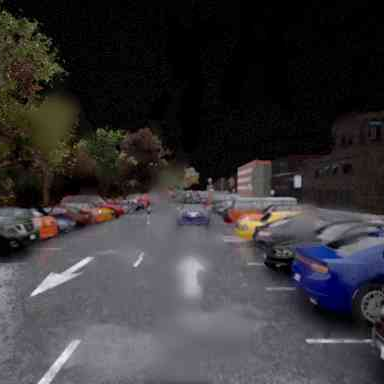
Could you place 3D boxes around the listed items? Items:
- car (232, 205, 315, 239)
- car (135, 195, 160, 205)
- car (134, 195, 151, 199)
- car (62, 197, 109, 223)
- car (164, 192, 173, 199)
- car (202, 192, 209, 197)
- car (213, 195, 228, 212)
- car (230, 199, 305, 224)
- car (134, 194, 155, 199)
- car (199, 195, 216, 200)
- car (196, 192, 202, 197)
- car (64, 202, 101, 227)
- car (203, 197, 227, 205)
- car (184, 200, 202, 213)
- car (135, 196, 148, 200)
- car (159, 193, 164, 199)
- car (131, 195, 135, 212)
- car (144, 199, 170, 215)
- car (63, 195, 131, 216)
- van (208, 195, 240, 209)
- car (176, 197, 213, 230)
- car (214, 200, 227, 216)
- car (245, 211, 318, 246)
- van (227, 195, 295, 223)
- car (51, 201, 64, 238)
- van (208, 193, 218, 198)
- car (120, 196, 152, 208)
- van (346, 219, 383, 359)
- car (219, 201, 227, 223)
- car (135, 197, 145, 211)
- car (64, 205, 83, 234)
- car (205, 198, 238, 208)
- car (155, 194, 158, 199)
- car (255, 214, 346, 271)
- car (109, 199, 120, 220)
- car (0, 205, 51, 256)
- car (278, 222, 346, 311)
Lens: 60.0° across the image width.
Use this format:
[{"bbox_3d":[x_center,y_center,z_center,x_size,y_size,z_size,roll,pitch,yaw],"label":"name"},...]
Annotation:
[{"bbox_3d":[4.710,1.535,14.862,5.366,1.575,1.946,0,0,0],"label":"car"},{"bbox_3d":[-8.576,1.526,64.954,4.553,1.767,2.185,0,0,0],"label":"car"},{"bbox_3d":[-8.772,1.613,45.333,5.366,1.575,1.946,0,0,0],"label":"car"},{"bbox_3d":[-8.532,1.439,23.178,4.553,1.767,2.185,0,0,0],"label":"car"},{"bbox_3d":[-8.280,1.373,93.792,4.553,1.767,2.185,0,0,0],"label":"car"},{"bbox_3d":[4.521,1.365,45.480,5.566,2.045,2.435,0,0,0],"label":"car"},{"bbox_3d":[4.539,1.462,31.562,4.553,1.767,2.185,0,0,0],"label":"car"},{"bbox_3d":[4.553,1.422,17.646,4.553,1.767,2.185,0,0,0],"label":"car"},{"bbox_3d":[-8.618,1.370,48.119,5.566,2.045,2.435,0,0,0],"label":"car"},{"bbox_3d":[4.261,1.540,90.981,4.674,1.452,2.002,0,0,0],"label":"car"},{"bbox_3d":[4.230,1.530,88.154,4.792,1.488,2.163,0,0,0],"label":"car"},{"bbox_3d":[-8.556,1.556,20.393,5.008,1.535,2.097,0,0,0],"label":"car"},{"bbox_3d":[4.458,1.693,64.820,4.674,1.452,2.002,-1,0,0],"label":"car"},{"bbox_3d":[0.059,1.674,40.242,2.033,1.411,5.357,0,0,0],"label":"car"},{"bbox_3d":[-8.589,1.611,42.674,5.008,1.535,2.097,0,0,0],"label":"car"},{"bbox_3d":[-8.632,1.396,62.168,5.566,2.045,2.435,0,0,0],"label":"car"},{"bbox_3d":[-8.607,1.468,34.319,4.553,1.767,2.185,0,0,0],"label":"car"},{"bbox_3d":[-3.633,1.717,35.604,1.895,1.301,4.718,0,0,0],"label":"car"},{"bbox_3d":[-8.542,1.328,28.750,5.566,2.045,2.435,0,0,0],"label":"car"},{"bbox_3d":[4.607,1.396,48.138,4.442,1.987,1.878,0,0,0],"label":"van"},{"bbox_3d":[0.077,1.433,22.052,2.097,1.767,4.553,0,0,0],"label":"car"},{"bbox_3d":[4.507,1.620,28.779,4.674,1.452,2.002,0,0,0],"label":"car"},{"bbox_3d":[4.525,1.569,12.079,4.674,1.452,2.002,0,0,0],"label":"car"},{"bbox_3d":[4.636,1.331,20.367,4.442,1.987,1.878,0,0,0],"label":"van"},{"bbox_3d":[-8.524,1.412,14.824,4.553,1.767,2.185,0,0,0],"label":"car"},{"bbox_3d":[4.613,1.386,42.696,4.442,1.987,1.878,0,0,0],"label":"van"},{"bbox_3d":[-8.561,1.501,51.028,4.553,1.767,2.185,0,0,0],"label":"car"},{"bbox_3d":[4.419,1.270,3.729,4.442,1.987,1.878,0,0,0],"label":"van"},{"bbox_3d":[4.545,1.595,23.212,4.792,1.488,2.163,0,0,0],"label":"car"},{"bbox_3d":[-8.551,1.635,39.887,4.792,1.488,2.163,0,0,0],"label":"car"},{"bbox_3d":[-8.561,1.587,17.608,4.674,1.452,2.002,0,0,0],"label":"car"},{"bbox_3d":[4.494,1.628,51.045,4.892,1.521,2.231,0,0,0],"label":"car"},{"bbox_3d":[-8.629,1.511,56.473,4.553,1.767,2.185,0,0,0],"label":"car"},{"bbox_3d":[4.535,1.518,9.295,5.008,1.535,2.097,0,0,0],"label":"car"},{"bbox_3d":[-8.572,1.572,25.962,5.008,1.535,2.097,0,0,0],"label":"car"},{"bbox_3d":[-8.524,1.277,12.040,5.566,2.045,2.435,0,0,0],"label":"car"},{"bbox_3d":[4.527,1.507,6.512,5.008,1.535,2.097,0,0,0],"label":"car"}]
